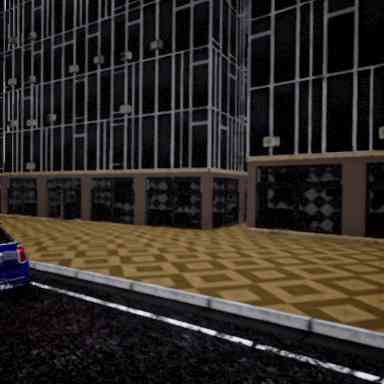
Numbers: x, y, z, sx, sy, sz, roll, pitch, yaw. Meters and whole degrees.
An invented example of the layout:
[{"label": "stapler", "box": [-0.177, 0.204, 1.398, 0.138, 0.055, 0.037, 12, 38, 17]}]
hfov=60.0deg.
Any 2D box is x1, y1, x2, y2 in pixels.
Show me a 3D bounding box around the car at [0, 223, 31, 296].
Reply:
[{"label": "car", "box": [-5.688, 1.363, 7.419, 4.553, 1.767, 2.097, 0, 0, 34]}]
